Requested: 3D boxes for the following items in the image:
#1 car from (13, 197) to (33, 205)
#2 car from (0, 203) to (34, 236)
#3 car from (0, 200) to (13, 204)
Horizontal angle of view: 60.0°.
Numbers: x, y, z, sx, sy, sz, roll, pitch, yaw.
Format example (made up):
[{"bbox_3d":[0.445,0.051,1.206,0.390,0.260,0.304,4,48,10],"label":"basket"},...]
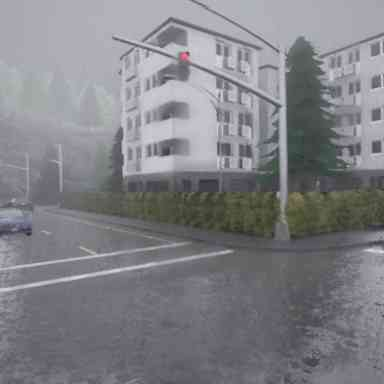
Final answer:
[{"bbox_3d":[-19.333,1.355,37.426,2.097,1.767,4.553,-2,1,-36],"label":"car"},{"bbox_3d":[-10.154,1.614,18.336,1.812,1.442,4.674,-2,1,-36],"label":"car"},{"bbox_3d":[-15.959,1.442,26.453,2.097,1.767,4.553,-2,1,-35],"label":"car"}]
